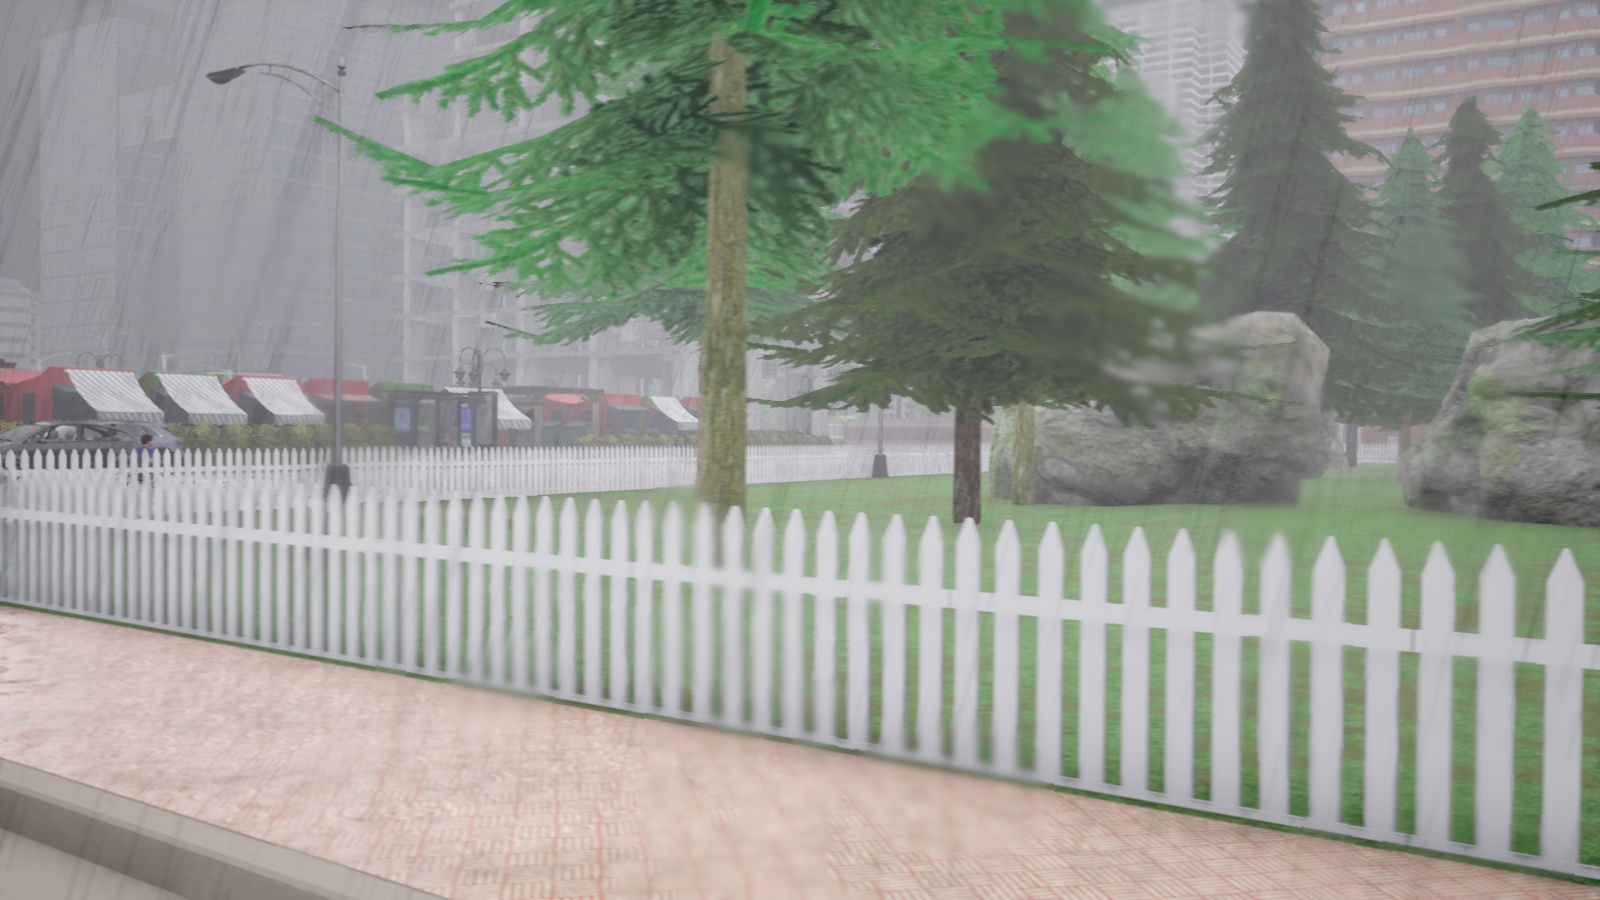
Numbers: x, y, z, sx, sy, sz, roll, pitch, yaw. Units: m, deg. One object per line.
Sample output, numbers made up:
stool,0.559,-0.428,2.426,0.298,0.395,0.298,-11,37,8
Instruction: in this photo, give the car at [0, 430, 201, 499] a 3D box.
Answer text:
car,-18.672,0.319,33.068,2.033,1.649,4.856,0,1,32

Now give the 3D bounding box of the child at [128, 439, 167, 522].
child,-10.105,0.462,19.444,0.270,1.263,0.437,0,1,32

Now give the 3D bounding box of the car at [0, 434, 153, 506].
car,-17.183,0.417,28.859,1.789,1.549,3.705,0,1,32
